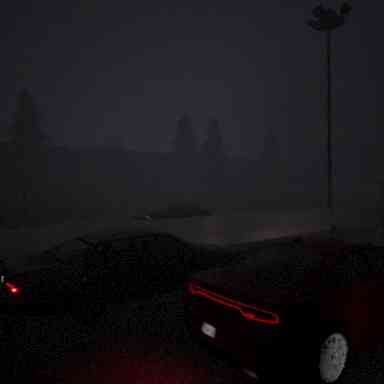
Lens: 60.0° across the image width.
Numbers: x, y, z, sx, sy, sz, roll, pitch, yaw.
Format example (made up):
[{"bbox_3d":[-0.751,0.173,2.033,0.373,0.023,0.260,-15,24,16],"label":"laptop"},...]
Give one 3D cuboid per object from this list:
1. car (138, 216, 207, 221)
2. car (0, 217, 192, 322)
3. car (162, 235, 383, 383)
[{"bbox_3d":[-1.179,1.374,20.346,5.008,1.535,1.882,-1,0,-35],"label":"car"},{"bbox_3d":[-1.201,1.518,7.188,5.357,1.411,2.033,-1,0,-35],"label":"car"},{"bbox_3d":[2.210,1.431,5.321,5.008,1.535,1.882,-1,0,-35],"label":"car"}]
